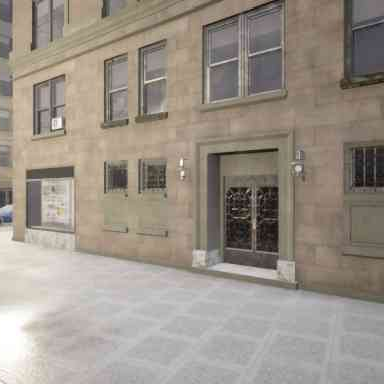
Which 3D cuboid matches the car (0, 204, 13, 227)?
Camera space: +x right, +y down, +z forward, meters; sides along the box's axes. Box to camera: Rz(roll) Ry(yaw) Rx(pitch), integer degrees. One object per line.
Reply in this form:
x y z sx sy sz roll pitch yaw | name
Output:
-11.905 1.512 23.049 2.033 1.411 5.357 0 0 39 | car
